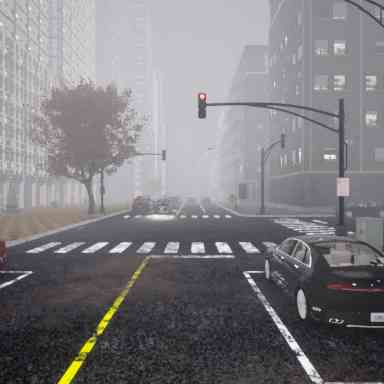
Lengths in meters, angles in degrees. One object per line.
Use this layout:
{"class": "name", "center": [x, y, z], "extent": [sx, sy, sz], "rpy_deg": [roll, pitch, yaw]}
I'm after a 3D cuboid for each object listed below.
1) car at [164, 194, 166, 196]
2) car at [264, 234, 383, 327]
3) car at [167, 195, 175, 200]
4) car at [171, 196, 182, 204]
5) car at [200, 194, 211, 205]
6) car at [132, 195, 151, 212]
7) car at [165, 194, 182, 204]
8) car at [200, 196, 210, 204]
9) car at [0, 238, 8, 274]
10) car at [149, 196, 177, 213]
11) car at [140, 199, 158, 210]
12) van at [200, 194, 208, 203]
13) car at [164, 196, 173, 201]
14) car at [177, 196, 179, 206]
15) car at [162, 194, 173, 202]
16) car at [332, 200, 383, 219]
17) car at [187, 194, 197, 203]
{"class": "car", "center": [-5.784, 1.626, 72.439], "extent": [1.947, 1.339, 4.313], "rpy_deg": [0, 0, 0]}
{"class": "car", "center": [2.680, 1.551, 6.923], "extent": [2.008, 1.369, 4.403], "rpy_deg": [0, 0, 0]}
{"class": "car", "center": [-5.812, 1.654, 94.529], "extent": [2.008, 1.369, 4.403], "rpy_deg": [0, 0, 0]}
{"class": "car", "center": [-3.111, 1.530, 66.925], "extent": [1.882, 1.535, 5.008], "rpy_deg": [0, 0, 0]}
{"class": "car", "center": [2.611, 1.610, 61.402], "extent": [1.947, 1.339, 4.313], "rpy_deg": [0, 0, 0]}
{"class": "car", "center": [-5.742, 1.336, 39.301], "extent": [2.192, 1.841, 5.009], "rpy_deg": [0, 0, 0]}
{"class": "car", "center": [-3.156, 1.516, 56.438], "extent": [1.882, 1.535, 5.008], "rpy_deg": [0, 0, 0]}
{"class": "car", "center": [2.604, 1.577, 67.095], "extent": [1.752, 1.417, 4.829], "rpy_deg": [0, 0, 0]}
{"class": "car", "center": [-5.701, 1.545, 6.913], "extent": [1.887, 1.381, 4.507], "rpy_deg": [0, 0, 0]}
{"class": "car", "center": [-3.146, 1.510, 37.116], "extent": [2.128, 1.511, 4.902], "rpy_deg": [0, 0, 0]}
{"class": "car", "center": [-5.749, 1.592, 44.824], "extent": [1.947, 1.339, 4.313], "rpy_deg": [0, 0, 0]}
{"class": "van", "center": [2.596, 1.402, 72.449], "extent": [1.690, 1.788, 3.998], "rpy_deg": [0, 0, 0]}
{"class": "car", "center": [-5.798, 1.631, 83.484], "extent": [2.008, 1.369, 4.403], "rpy_deg": [0, 0, 0]}
{"class": "car", "center": [-3.157, 1.629, 46.352], "extent": [1.895, 1.301, 4.718], "rpy_deg": [0, 0, 0]}
{"class": "car", "center": [-5.792, 1.385, 77.961], "extent": [2.192, 1.841, 5.009], "rpy_deg": [0, 0, 0]}
{"class": "car", "center": [13.392, 1.350, 26.343], "extent": [4.403, 1.369, 2.008], "rpy_deg": [-1, 1, -1]}
{"class": "car", "center": [-0.088, 1.602, 68.630], "extent": [2.033, 1.411, 5.357], "rpy_deg": [0, 0, 0]}
